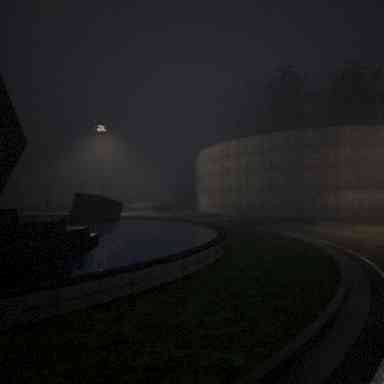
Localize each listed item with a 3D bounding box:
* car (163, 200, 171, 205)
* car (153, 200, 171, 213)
[{"bbox_3d":[-6.778,2.934,91.616,1.994,1.385,4.181,0,-1,-2],"label":"car"},{"bbox_3d":[-4.478,2.101,49.093,2.097,1.767,4.553,0,-1,-14],"label":"car"}]
